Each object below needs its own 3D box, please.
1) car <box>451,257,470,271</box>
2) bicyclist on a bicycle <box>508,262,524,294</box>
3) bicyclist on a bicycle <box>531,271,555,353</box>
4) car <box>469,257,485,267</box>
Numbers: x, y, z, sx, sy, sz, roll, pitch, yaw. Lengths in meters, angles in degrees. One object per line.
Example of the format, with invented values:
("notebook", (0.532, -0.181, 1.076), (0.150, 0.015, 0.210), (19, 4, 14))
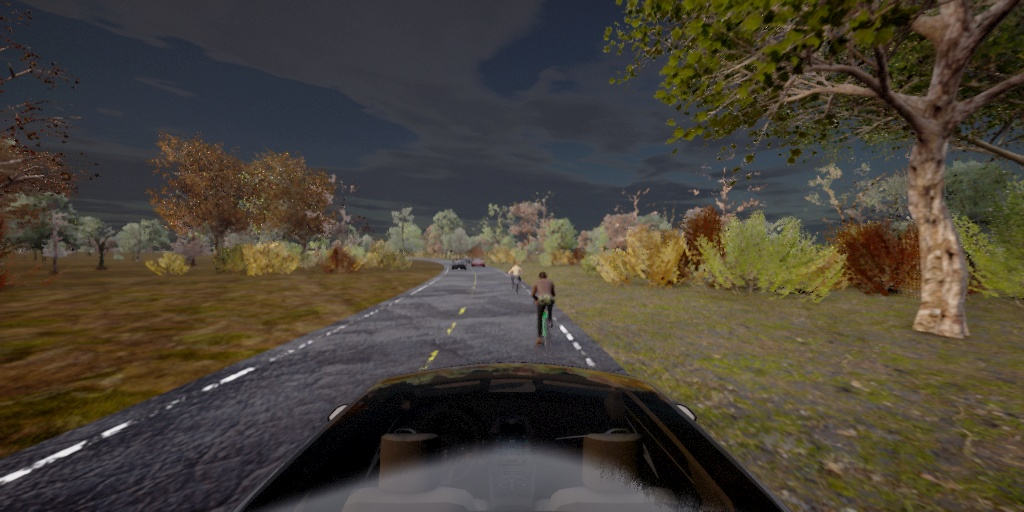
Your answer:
("car", (-6.238, 1.106, 42.379), (1.895, 1.301, 4.718), (0, 0, -8))
("bicyclist on a bicycle", (0.215, 1.085, 18.182), (0.866, 1.612, 1.509), (0, 0, -3))
("bicyclist on a bicycle", (0.699, 1.165, 7.810), (0.582, 1.620, 1.656), (0, 0, -2))
("car", (-5.503, 0.979, 56.647), (1.994, 1.385, 4.181), (0, 0, -11))
